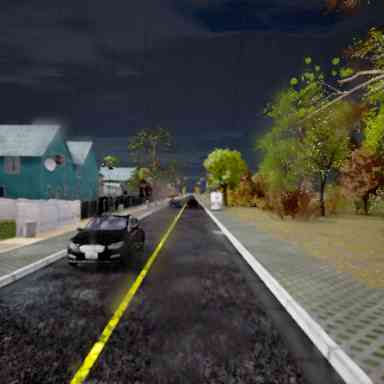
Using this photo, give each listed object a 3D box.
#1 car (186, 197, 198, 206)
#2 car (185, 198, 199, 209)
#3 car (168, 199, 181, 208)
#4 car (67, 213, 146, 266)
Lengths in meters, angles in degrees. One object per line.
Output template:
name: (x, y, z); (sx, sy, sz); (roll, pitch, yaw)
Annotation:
car: (0.033, 1.780, 62.376); (2.128, 1.511, 4.902); (0, 0, 0)
car: (0.035, 1.740, 50.694); (1.837, 1.490, 4.892); (0, 0, 0)
car: (-2.785, 1.794, 53.431); (2.033, 1.411, 5.357); (0, 0, 1)
car: (-2.833, 1.546, 11.850); (2.128, 1.511, 4.902); (0, 0, 0)
